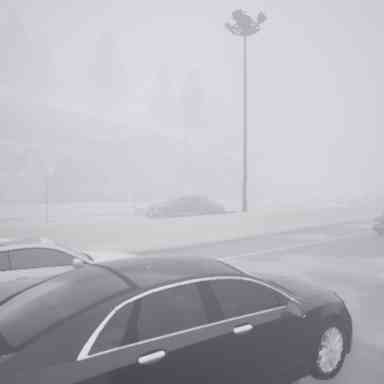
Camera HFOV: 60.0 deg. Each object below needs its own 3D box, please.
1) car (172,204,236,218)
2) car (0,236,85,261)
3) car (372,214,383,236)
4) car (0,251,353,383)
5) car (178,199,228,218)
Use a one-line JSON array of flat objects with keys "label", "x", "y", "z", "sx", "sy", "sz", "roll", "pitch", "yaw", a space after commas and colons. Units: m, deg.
[{"label": "car", "x": 0.801, "y": 1.637, "z": 22.580, "sx": 4.718, "sy": 1.301, "sz": 1.895, "roll": 0, "pitch": 0, "yaw": -40}, {"label": "car", "x": -2.928, "y": 1.540, "z": 6.069, "sx": 4.674, "sy": 1.442, "sz": 1.812, "roll": 0, "pitch": 0, "yaw": -36}, {"label": "car", "x": 11.383, "y": 1.561, "z": 17.603, "sx": 5.357, "sy": 1.411, "sz": 2.033, "roll": 0, "pitch": 0, "yaw": -42}, {"label": "car", "x": -0.064, "y": 1.512, "z": 3.833, "sx": 4.892, "sy": 1.490, "sz": 1.837, "roll": 0, "pitch": 0, "yaw": -36}, {"label": "car", "x": 1.151, "y": 1.529, "z": 32.234, "sx": 5.008, "sy": 1.535, "sz": 1.882, "roll": 0, "pitch": 0, "yaw": -43}]
